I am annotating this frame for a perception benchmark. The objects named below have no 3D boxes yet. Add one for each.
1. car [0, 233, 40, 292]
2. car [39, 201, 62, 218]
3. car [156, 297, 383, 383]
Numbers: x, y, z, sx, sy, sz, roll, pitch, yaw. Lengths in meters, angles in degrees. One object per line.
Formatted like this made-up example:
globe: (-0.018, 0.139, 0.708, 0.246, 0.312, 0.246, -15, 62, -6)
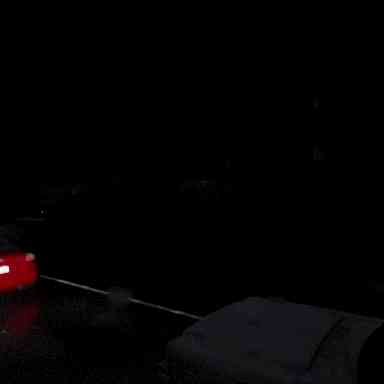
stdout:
car: (-5.506, 1.565, 7.989, 4.181, 1.385, 1.994, 0, 0, 37)
car: (-11.365, 1.469, 30.294, 1.837, 1.490, 4.892, 0, 0, 35)
car: (1.999, 1.601, 2.559, 4.718, 1.301, 1.895, 0, 0, 36)
